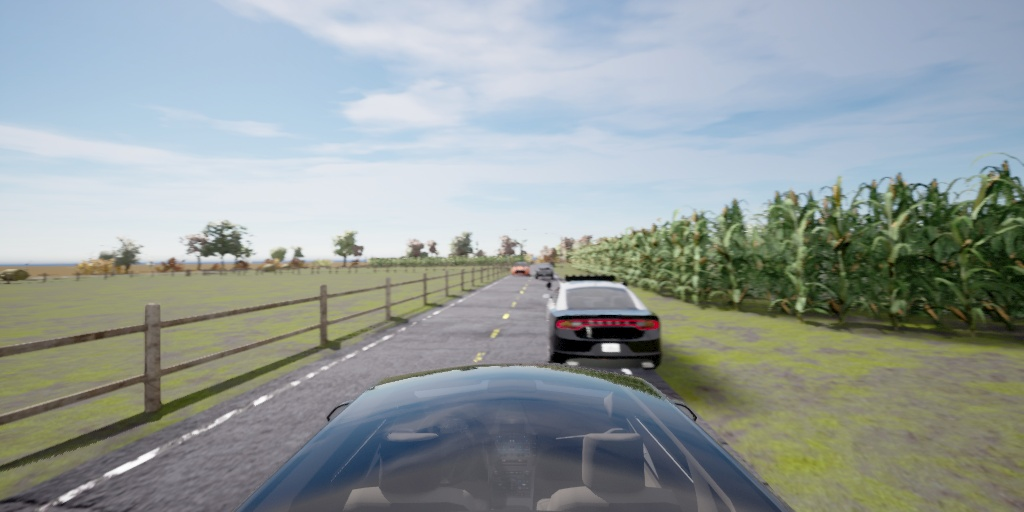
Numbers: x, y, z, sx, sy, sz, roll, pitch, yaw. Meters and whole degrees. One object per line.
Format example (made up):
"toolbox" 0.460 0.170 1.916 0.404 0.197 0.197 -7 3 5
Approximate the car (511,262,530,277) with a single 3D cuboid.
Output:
"car" 1.111 1.563 43.730 2.097 1.767 4.553 -1 -1 5

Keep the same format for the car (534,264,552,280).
"car" 3.332 1.596 36.623 2.128 1.511 4.902 -1 -1 5

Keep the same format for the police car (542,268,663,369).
"police car" 1.733 1.226 8.063 1.930 1.638 5.238 -1 -1 5
